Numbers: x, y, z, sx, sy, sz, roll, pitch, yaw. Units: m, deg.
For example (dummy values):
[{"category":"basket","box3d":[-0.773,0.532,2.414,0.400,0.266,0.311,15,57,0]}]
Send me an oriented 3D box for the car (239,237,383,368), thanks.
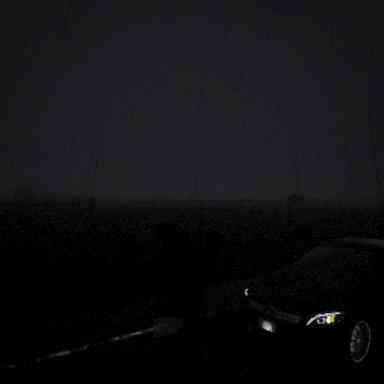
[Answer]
[{"category":"car","box3d":[2.938,1.600,5.973,4.674,1.442,1.812,0,0,-36]}]
